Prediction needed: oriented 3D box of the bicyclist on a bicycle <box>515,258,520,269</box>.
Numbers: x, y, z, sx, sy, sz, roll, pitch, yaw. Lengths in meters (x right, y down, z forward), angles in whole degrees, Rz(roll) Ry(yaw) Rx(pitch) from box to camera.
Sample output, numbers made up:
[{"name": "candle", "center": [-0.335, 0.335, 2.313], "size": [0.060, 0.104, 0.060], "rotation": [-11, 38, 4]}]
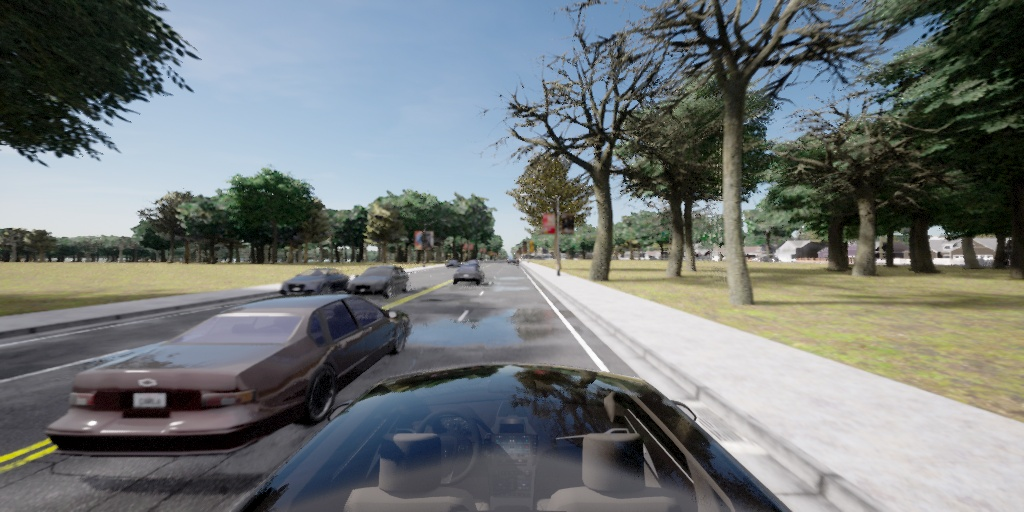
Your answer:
[{"name": "bicyclist on a bicycle", "center": [0.883, 1.154, 54.822], "size": [0.659, 1.776, 1.843], "rotation": [0, 0, 0]}]

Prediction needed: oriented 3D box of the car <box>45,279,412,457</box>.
[{"name": "car", "center": [-3.151, 1.298, 5.626], "size": [2.033, 1.411, 5.357], "rotation": [0, 0, 0]}]

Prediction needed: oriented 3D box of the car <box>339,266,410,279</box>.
[{"name": "car", "center": [-6.602, 1.262, 18.259], "size": [1.837, 1.490, 4.892], "rotation": [0, 0, 0]}]

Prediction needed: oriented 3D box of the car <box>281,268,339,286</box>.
[{"name": "car", "center": [-9.852, 1.321, 18.372], "size": [1.994, 1.385, 4.181], "rotation": [0, 0, 0]}]

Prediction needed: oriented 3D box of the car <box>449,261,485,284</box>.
[{"name": "car", "center": [-3.155, 1.327, 26.723], "size": [1.994, 1.385, 4.181], "rotation": [0, 0, 0]}]

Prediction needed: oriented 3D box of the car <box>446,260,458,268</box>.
[{"name": "car", "center": [-9.792, 1.354, 60.453], "size": [1.994, 1.385, 4.181], "rotation": [0, 0, 1]}]
